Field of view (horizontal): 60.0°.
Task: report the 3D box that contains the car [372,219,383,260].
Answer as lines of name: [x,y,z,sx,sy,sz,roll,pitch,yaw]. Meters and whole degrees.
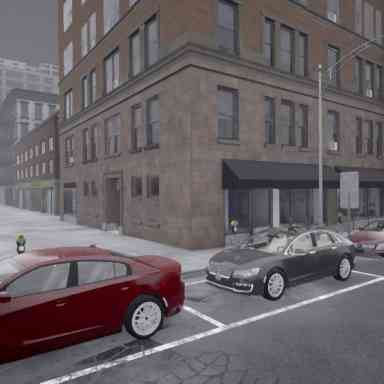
car: [6.859,1.581,11.458,4.206,1.307,1.802,0,-1,-36]

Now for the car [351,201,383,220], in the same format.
car: [16.607,1.582,28.542,2.128,1.511,4.902,-1,0,-36]

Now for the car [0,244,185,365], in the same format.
car: [-2.221,1.544,4.958,4.507,1.381,1.887,0,-1,-36]

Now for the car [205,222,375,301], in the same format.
car: [2.319,1.550,8.208,4.403,1.369,2.008,0,-1,-36]
